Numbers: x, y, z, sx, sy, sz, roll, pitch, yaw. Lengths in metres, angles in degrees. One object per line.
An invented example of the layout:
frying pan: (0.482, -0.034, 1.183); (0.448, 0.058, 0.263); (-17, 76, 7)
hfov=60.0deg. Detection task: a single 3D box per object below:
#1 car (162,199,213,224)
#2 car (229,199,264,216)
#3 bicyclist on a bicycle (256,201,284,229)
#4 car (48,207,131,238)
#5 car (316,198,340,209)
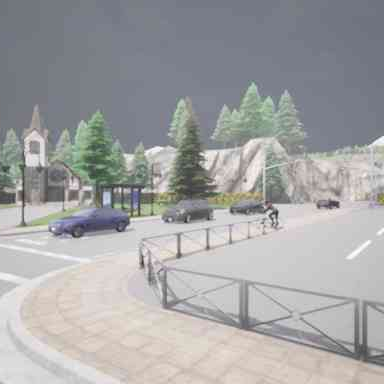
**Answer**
car: (-0.259, 1.367, 25.341); (2.097, 1.767, 4.553); (0, 0, 35)
car: (5.560, 1.492, 33.648); (1.882, 1.535, 5.008); (0, 0, 35)
bicyclist on a bicycle: (4.435, 1.316, 19.003); (1.656, 1.620, 0.582); (0, 0, 35)
car: (-5.378, 1.540, 18.024); (1.812, 1.442, 4.674); (0, 0, 35)
car: (18.450, 1.506, 44.945); (2.128, 1.511, 4.902); (0, 0, 42)
